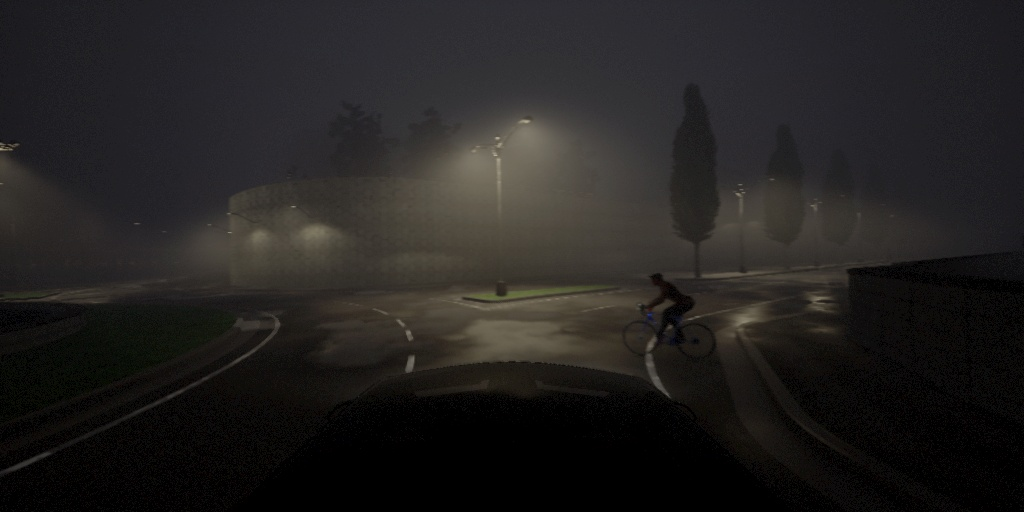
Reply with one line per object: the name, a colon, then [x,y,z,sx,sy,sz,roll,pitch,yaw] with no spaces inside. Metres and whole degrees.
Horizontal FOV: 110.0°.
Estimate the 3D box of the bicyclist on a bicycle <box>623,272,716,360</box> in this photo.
bicyclist on a bicycle: [2.949,1.139,6.856,1.656,1.620,0.582,-2,0,24]
